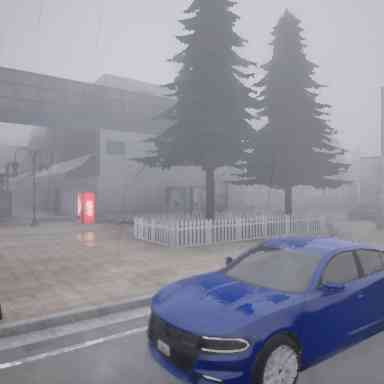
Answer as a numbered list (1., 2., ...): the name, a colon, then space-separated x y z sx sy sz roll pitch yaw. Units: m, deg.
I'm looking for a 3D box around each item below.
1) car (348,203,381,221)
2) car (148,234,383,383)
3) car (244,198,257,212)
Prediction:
1. car: 13.842 1.549 24.552 1.994 1.385 4.181 0 0 -35
2. car: 1.720 1.477 5.191 5.008 1.535 1.882 0 0 -35
3. car: 5.168 1.336 37.243 2.097 1.767 4.553 0 0 -34
